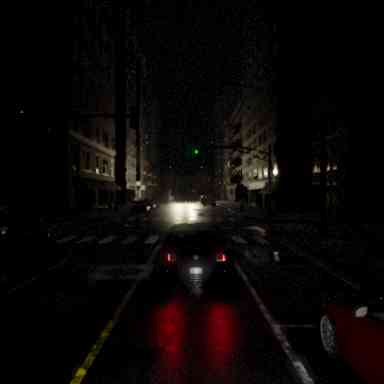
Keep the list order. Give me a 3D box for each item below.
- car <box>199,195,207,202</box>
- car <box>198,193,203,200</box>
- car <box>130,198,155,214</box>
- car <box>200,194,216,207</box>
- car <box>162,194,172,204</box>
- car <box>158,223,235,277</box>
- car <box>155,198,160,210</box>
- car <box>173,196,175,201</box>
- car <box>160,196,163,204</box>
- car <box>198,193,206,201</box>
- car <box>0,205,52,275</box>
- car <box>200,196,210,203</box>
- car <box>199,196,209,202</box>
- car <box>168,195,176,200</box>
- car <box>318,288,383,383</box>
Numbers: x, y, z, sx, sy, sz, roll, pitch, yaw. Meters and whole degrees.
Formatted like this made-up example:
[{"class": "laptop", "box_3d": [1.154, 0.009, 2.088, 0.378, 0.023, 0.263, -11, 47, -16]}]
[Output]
[{"class": "car", "box_3d": [2.657, 1.523, 78.807, 1.752, 1.417, 4.829, 0, 0, 0]}, {"class": "car", "box_3d": [2.653, 1.442, 62.274, 1.967, 1.590, 4.097, 0, 0, 0]}, {"class": "car", "box_3d": [-5.379, 1.557, 35.012, 2.008, 1.369, 4.403, 0, 0, 0]}, {"class": "car", "box_3d": [2.650, 1.445, 51.365, 1.967, 1.590, 4.097, 0, 0, 0]}, {"class": "car", "box_3d": [-5.372, 1.568, 62.282, 1.947, 1.339, 4.313, 0, 0, 0]}, {"class": "car", "box_3d": [0.101, 1.603, 10.221, 1.895, 1.301, 4.718, 0, 0, 0]}, {"class": "car", "box_3d": [-5.377, 1.551, 40.467, 1.887, 1.381, 4.507, 0, 0, 0]}, {"class": "car", "box_3d": [-5.367, 1.523, 83.927, 1.752, 1.417, 4.829, 0, 0, 0]}, {"class": "car", "box_3d": [-5.376, 1.531, 45.750, 1.752, 1.417, 4.829, 0, 0, 0]}, {"class": "car", "box_3d": [2.658, 1.313, 89.545, 2.192, 1.841, 5.009, 0, 0, 0]}, {"class": "car", "box_3d": [-5.385, 1.317, 8.549, 2.192, 1.841, 5.009, 0, 0, 0]}, {"class": "car", "box_3d": [2.654, 1.545, 67.728, 1.887, 1.381, 4.507, 0, 0, 0]}, {"class": "car", "box_3d": [2.655, 1.550, 73.183, 2.008, 1.369, 4.403, 0, 0, 0]}, {"class": "car", "box_3d": [-5.366, 1.581, 89.550, 1.802, 1.307, 4.206, 0, 0, 0]}, {"class": "car", "box_3d": [2.639, 1.582, 3.125, 1.802, 1.307, 4.206, 0, 0, 0]}]
